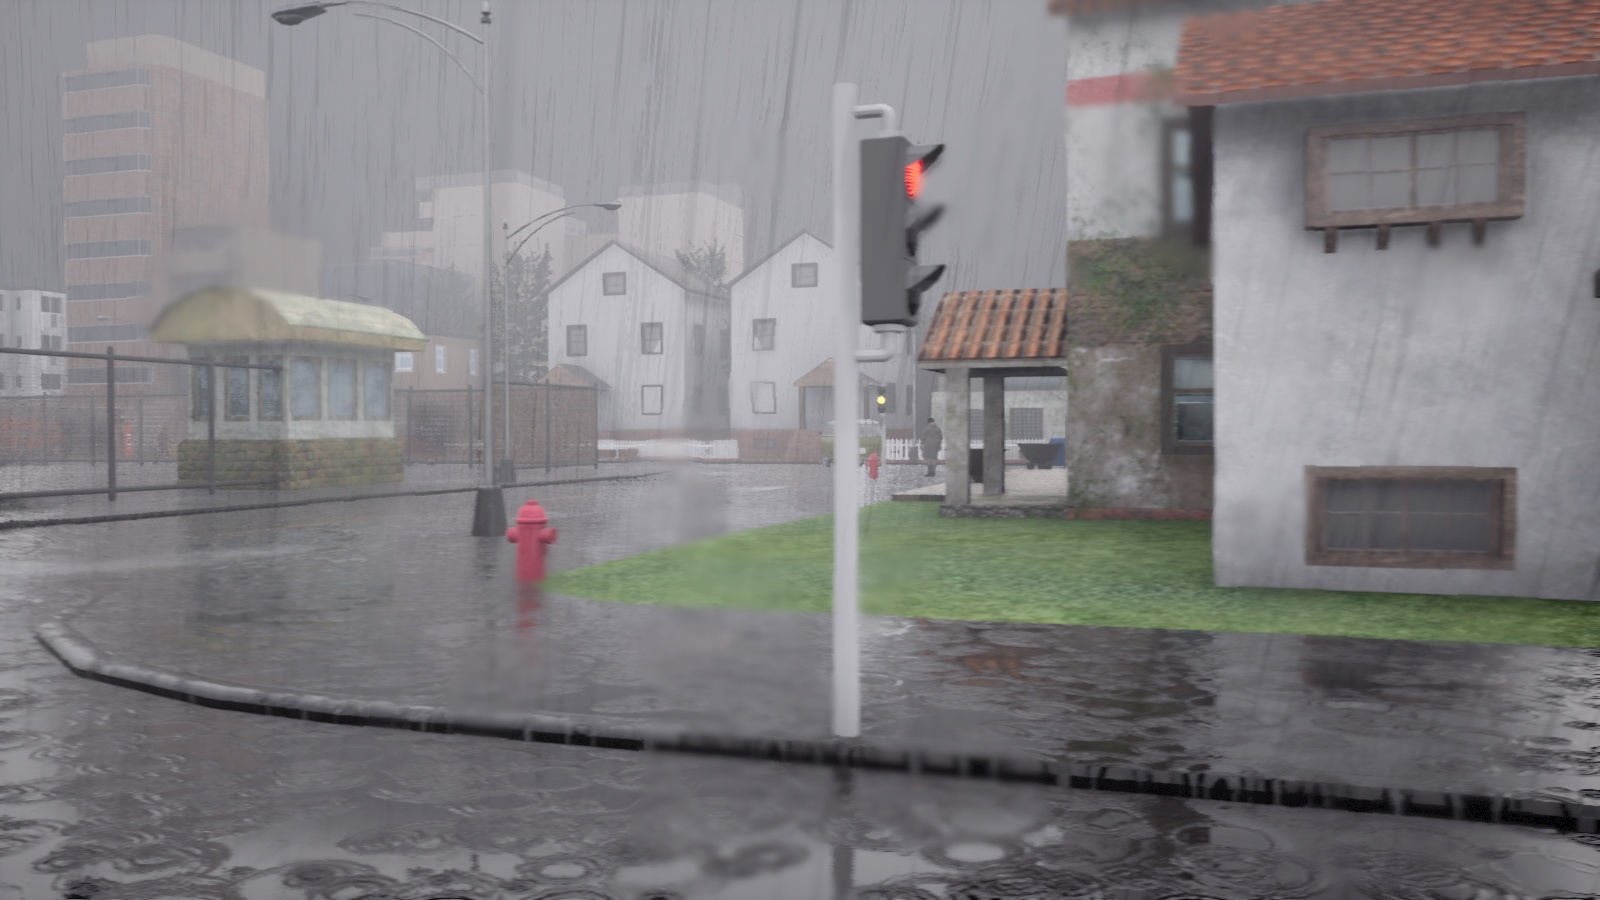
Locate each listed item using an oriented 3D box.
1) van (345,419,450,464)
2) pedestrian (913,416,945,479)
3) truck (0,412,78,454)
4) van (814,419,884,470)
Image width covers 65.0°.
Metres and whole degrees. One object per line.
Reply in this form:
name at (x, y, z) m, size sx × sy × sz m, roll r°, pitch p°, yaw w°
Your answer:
van at (-18.503, -0.416, 57.778) m, size 4.442 × 1.987 × 1.775 m, roll 1°, pitch 1°, yaw 20°
pedestrian at (4.008, -0.079, 39.093) m, size 0.659 × 1.952 × 0.873 m, roll 0°, pitch 1°, yaw -23°
truck at (-47.176, -1.063, 76.472) m, size 2.627 × 2.467 × 5.204 m, roll 1°, pitch 1°, yaw 16°
van at (1.964, -0.242, 51.721) m, size 1.775 × 1.987 × 4.442 m, roll 0°, pitch 1°, yaw -12°
